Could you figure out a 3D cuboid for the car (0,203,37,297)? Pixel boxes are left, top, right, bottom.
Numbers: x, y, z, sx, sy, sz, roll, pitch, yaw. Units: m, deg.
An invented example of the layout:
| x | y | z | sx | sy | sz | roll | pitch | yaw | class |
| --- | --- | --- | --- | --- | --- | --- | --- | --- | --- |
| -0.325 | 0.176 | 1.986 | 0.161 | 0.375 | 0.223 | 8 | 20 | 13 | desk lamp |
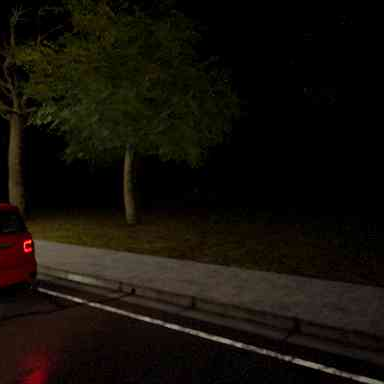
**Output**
| x | y | z | sx | sy | sz | roll | pitch | yaw | class |
| --- | --- | --- | --- | --- | --- | --- | --- | --- | --- |
| -5.740 | 1.228 | 7.334 | 5.566 | 2.045 | 2.150 | 0 | 0 | 34 | car |
